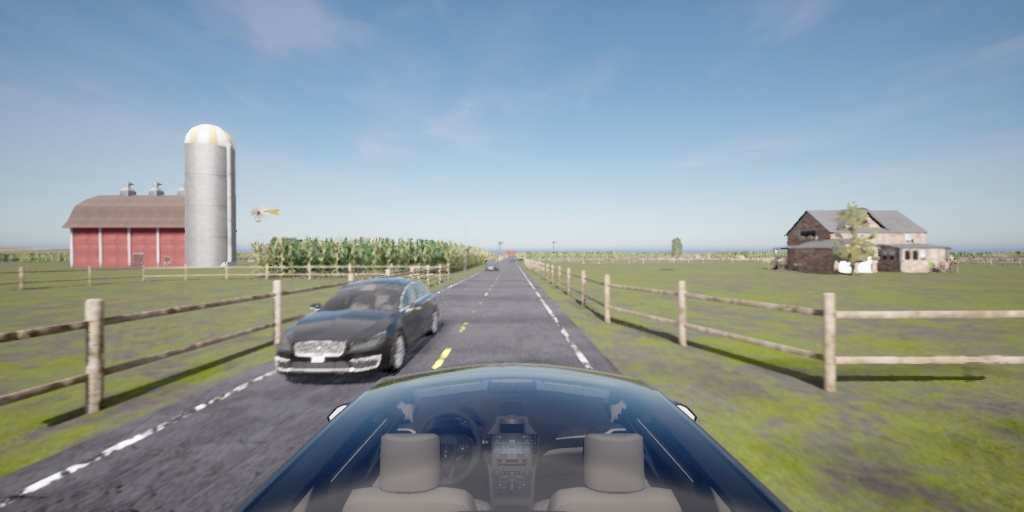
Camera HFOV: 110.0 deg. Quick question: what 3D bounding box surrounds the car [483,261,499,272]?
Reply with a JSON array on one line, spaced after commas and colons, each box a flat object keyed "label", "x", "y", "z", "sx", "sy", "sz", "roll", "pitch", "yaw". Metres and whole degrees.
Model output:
[{"label": "car", "x": -2.807, "y": 1.373, "z": 49.693, "sx": 1.812, "sy": 1.442, "sz": 4.674, "roll": 0, "pitch": 0, "yaw": 0}]

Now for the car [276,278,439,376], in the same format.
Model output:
[{"label": "car", "x": -2.848, "y": 1.270, "z": 7.694, "sx": 1.837, "sy": 1.490, "sz": 4.892, "roll": 0, "pitch": 0, "yaw": 0}]
